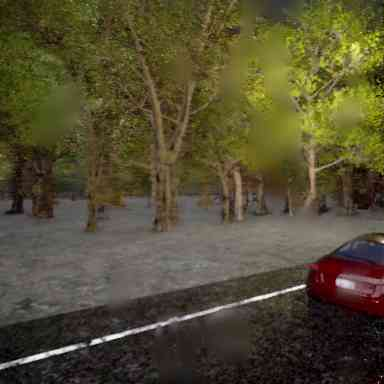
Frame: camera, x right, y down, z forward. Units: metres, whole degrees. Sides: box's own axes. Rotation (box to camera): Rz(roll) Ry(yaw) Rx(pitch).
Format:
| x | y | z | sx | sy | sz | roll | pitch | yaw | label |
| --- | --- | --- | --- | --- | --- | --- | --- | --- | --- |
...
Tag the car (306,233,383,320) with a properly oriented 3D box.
| x | y | z | sx | sy | sz | roll | pitch | yaw | label |
| --- | --- | --- | --- | --- | --- | --- | --- | --- | --- |
| 4.294 | 1.561 | 6.940 | 4.181 | 1.385 | 1.994 | 0 | 0 | -36 | car |
